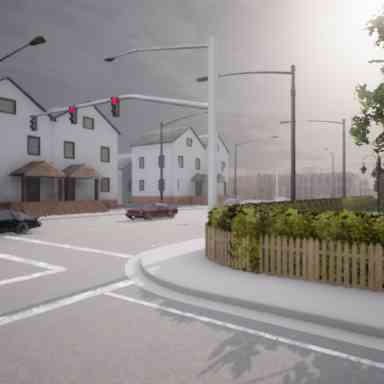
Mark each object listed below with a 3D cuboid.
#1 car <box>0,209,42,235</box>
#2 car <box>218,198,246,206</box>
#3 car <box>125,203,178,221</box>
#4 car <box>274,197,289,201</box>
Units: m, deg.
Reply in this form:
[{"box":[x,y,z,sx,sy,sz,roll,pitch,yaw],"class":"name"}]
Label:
[{"box":[-10.267,1.551,16.578,2.033,1.411,5.357,0,0,30],"class":"car"},{"box":[4.758,1.503,38.692,1.837,1.490,4.892,0,0,35],"class":"car"},{"box":[-3.221,1.598,27.151,1.895,1.301,4.718,0,0,35],"class":"car"},{"box":[13.883,1.524,51.756,1.812,1.442,4.674,0,0,35],"class":"car"}]
